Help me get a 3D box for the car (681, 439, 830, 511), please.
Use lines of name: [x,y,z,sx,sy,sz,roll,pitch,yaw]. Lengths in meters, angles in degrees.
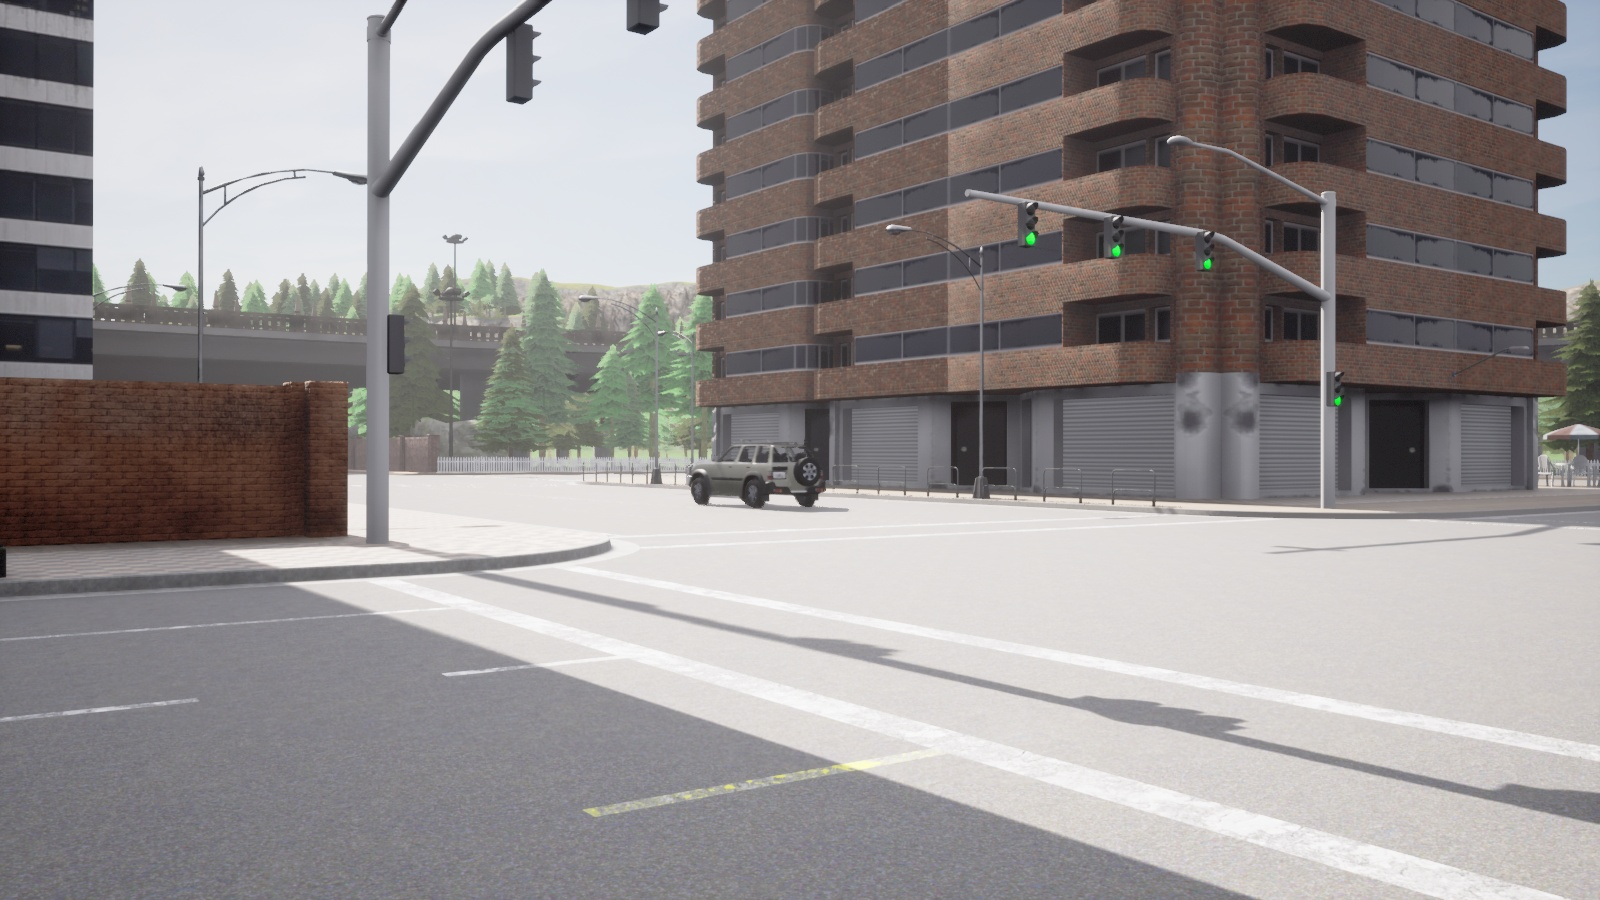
car: [-1.323,0.649,35.006,1.932,1.855,4.605,0,0,-35]
